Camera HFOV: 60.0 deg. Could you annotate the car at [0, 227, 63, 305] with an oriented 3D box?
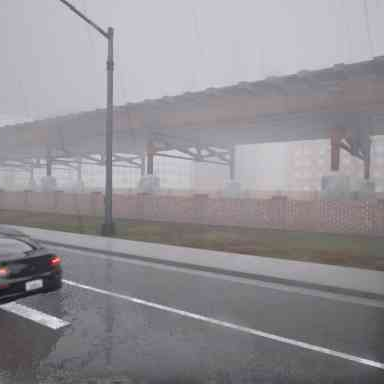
[{"bbox_3d":[-4.746,1.511,7.404,4.674,1.442,1.812,1,0,36],"label":"car"}]
